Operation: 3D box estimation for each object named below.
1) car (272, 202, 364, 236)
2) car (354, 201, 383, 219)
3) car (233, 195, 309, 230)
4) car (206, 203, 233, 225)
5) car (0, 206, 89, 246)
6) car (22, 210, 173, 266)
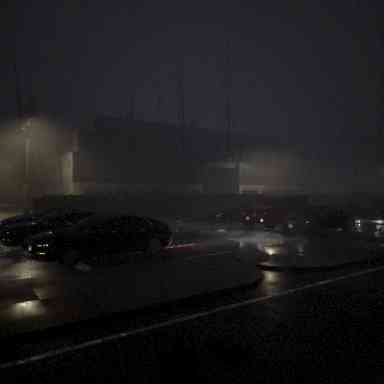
[{"bbox_3d":[7.149,1.519,18.646,4.902,1.511,2.128,0,0,-34],"label":"car"},{"bbox_3d":[16.958,1.530,29.653,5.008,1.535,1.882,0,0,-35],"label":"car"},{"bbox_3d":[5.621,1.250,21.848,5.566,2.045,2.150,0,0,-36],"label":"car"},{"bbox_3d":[3.307,1.506,24.497,5.008,1.535,1.882,0,0,-34],"label":"car"},{"bbox_3d":[-5.431,1.511,14.302,4.892,1.490,1.837,0,0,-33],"label":"car"},{"bbox_3d":[-2.996,1.512,11.634,4.892,1.490,1.837,0,0,-35],"label":"car"}]
